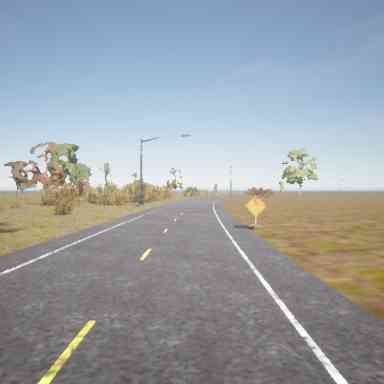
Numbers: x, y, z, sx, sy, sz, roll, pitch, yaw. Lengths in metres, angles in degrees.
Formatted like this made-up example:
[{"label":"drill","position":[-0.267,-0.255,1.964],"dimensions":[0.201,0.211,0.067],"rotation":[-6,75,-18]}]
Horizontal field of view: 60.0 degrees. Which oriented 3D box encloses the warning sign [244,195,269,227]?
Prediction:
[{"label":"warning sign","position":[3.789,1.111,19.737],"dimensions":[1.300,1.860,1.060],"rotation":[0,0,1]}]
